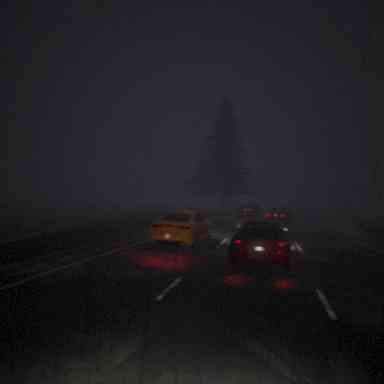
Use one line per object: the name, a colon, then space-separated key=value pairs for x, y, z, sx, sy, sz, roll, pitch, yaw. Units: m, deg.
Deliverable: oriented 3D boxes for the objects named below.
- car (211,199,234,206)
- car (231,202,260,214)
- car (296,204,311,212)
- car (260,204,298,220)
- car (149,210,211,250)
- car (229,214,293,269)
car: x=6.317 y=2.094 z=68.759 sx=4.892 sy=1.490 sz=1.837 roll=2 pitch=0 yaw=12
car: x=6.096 y=1.968 z=34.083 sx=2.128 sy=1.511 sz=4.902 roll=2 pitch=-1 yaw=25
car: x=18.317 y=2.706 z=58.262 sx=1.895 sy=1.301 sz=4.718 roll=2 pitch=0 yaw=-29
car: x=7.934 y=2.061 z=29.921 sx=2.033 sy=1.411 sz=5.357 roll=2 pitch=0 yaw=23
car: x=-0.363 y=1.576 z=15.176 sx=1.882 sy=1.535 sz=5.008 roll=2 pitch=0 yaw=13
car: x=2.519 y=1.747 z=12.168 sx=1.994 sy=1.385 sz=4.181 roll=2 pitch=0 yaw=13
